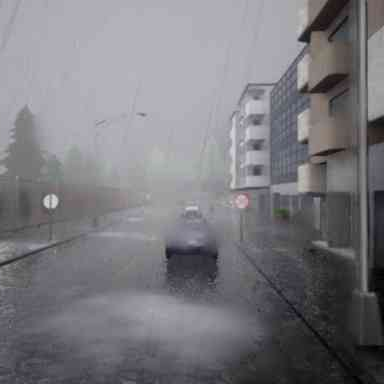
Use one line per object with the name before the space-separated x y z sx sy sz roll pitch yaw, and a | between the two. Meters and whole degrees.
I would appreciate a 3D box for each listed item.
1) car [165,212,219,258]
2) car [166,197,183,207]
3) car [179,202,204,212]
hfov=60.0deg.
car | 0.013 1.714 13.484 1.994 1.385 4.181 0 -1 1
car | -3.505 1.992 69.945 2.150 2.045 5.566 0 -1 18
car | 0.021 1.843 28.873 1.812 1.442 4.674 0 0 0
